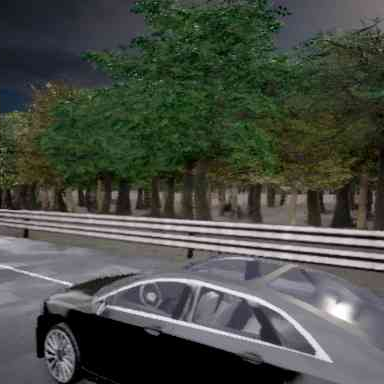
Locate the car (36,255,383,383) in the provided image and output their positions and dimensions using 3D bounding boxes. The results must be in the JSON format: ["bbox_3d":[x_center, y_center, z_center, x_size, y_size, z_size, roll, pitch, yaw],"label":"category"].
[{"bbox_3d":[0.178,1.501,3.736,4.902,1.511,2.128,0,0,36],"label":"car"}]
